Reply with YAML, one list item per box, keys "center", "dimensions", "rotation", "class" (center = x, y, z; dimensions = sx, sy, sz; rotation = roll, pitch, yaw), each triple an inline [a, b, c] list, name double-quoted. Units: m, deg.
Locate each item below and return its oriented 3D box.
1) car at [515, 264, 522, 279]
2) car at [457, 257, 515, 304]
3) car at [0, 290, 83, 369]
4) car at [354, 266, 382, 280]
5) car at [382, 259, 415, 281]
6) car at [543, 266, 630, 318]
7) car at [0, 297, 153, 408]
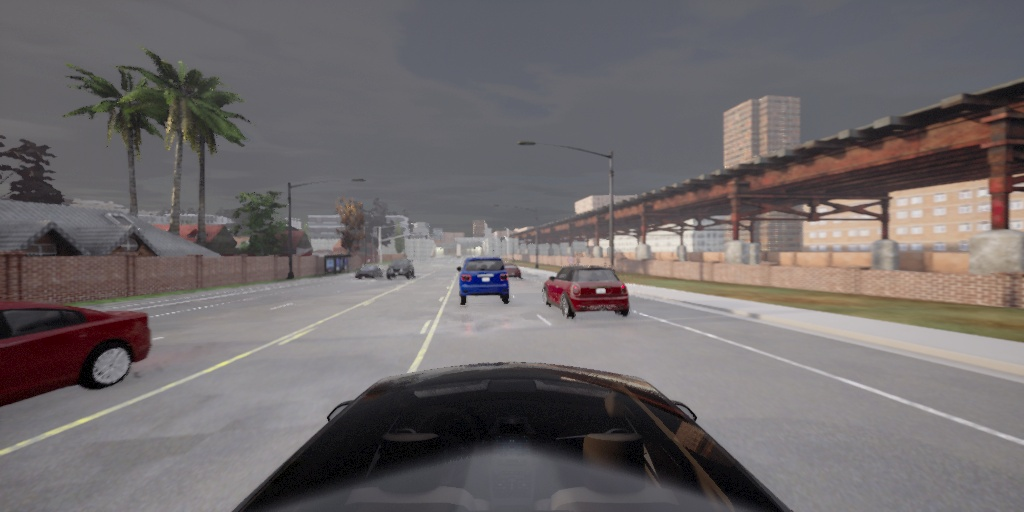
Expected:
- center: [-0.209, 1.485, 34.687]
  dimensions: [1.812, 1.442, 4.674]
  rotation: [-1, 0, -8]
  class: "car"
- center: [-1.428, 1.086, 17.315]
  dimensions: [2.150, 2.045, 5.566]
  rotation: [-1, -1, -8]
  class: "car"
- center: [-10.824, 1.470, 5.622]
  dimensions: [2.033, 1.411, 5.357]
  rotation: [-1, -1, -5]
  class: "car"
- center: [-14.951, 1.740, 37.874]
  dimensions: [2.033, 1.411, 5.357]
  rotation: [-1, 0, -7]
  class: "car"
- center: [-11.248, 1.356, 36.543]
  dimensions: [2.150, 2.045, 5.566]
  rotation: [-1, -1, -7]
  class: "car"
- center: [2.546, 1.136, 13.375]
  dimensions: [2.097, 1.767, 4.553]
  rotation: [-1, 0, -7]
  class: "car"
- center: [-7.261, 1.339, 4.262]
  dimensions: [1.882, 1.535, 5.008]
  rotation: [-1, -1, -4]
  class: "car"
